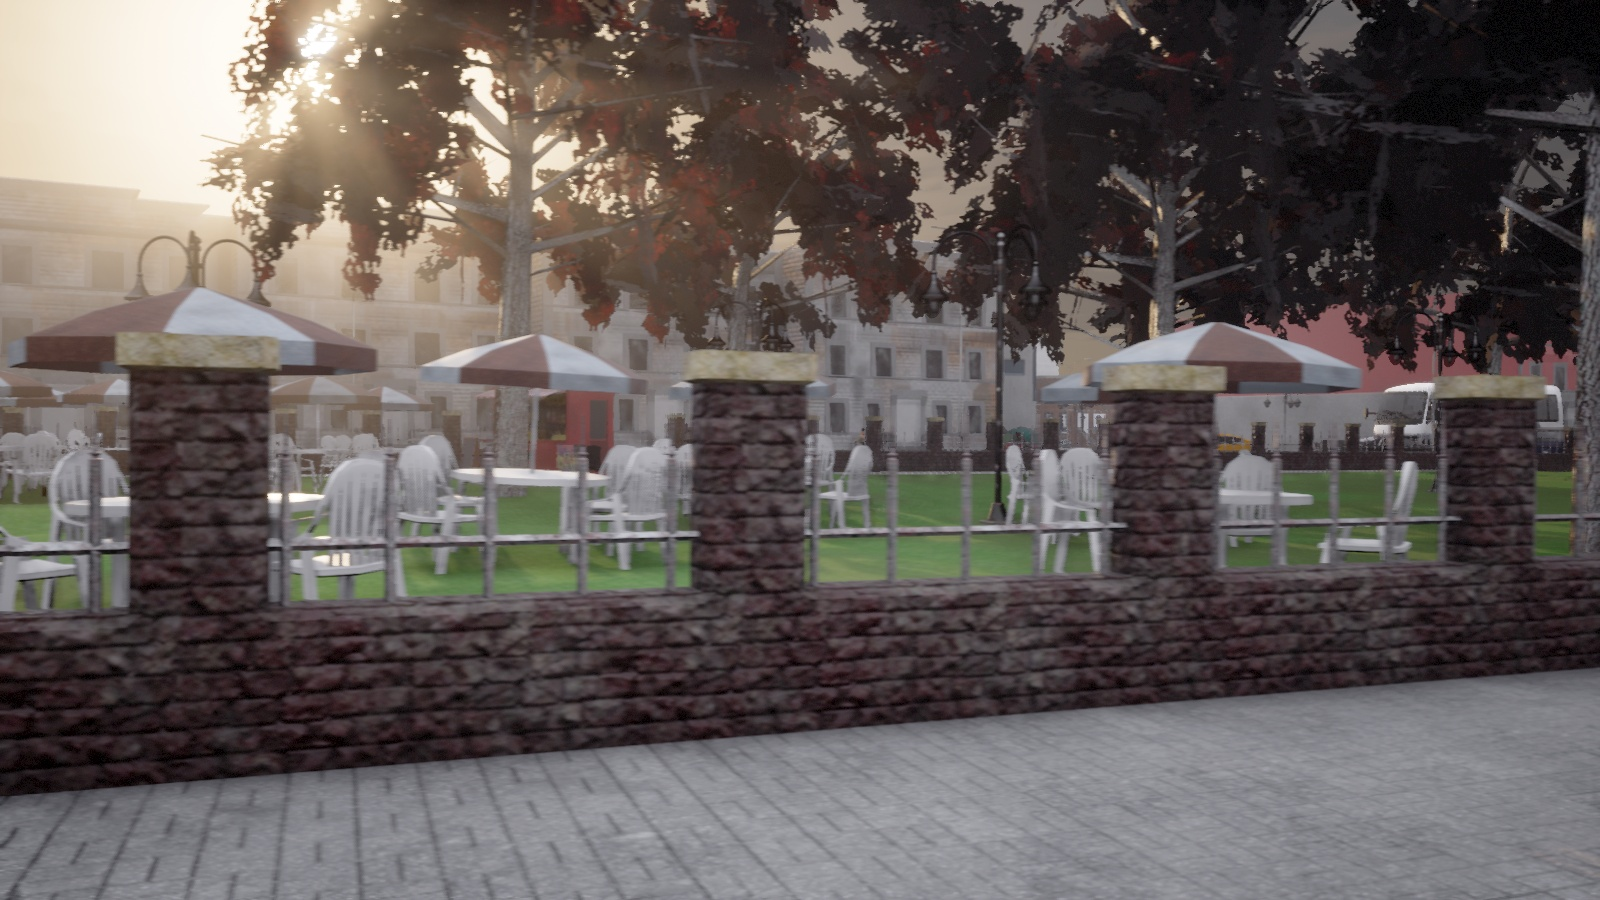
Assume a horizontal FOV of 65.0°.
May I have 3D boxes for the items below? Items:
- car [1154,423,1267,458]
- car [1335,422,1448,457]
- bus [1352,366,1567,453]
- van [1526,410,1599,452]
[{"bbox_3d":[19.410,-0.453,59.355,5.008,1.535,1.882,-1,1,-20],"label":"car"},{"bbox_3d":[27.344,-0.501,58.050,4.892,1.490,1.837,-1,1,-20],"label":"car"},{"bbox_3d":[34.023,-2.076,64.798,10.273,4.253,3.944,-1,1,-20],"label":"bus"},{"bbox_3d":[38.364,-0.956,62.164,4.442,1.987,1.775,-1,1,-20],"label":"van"}]
